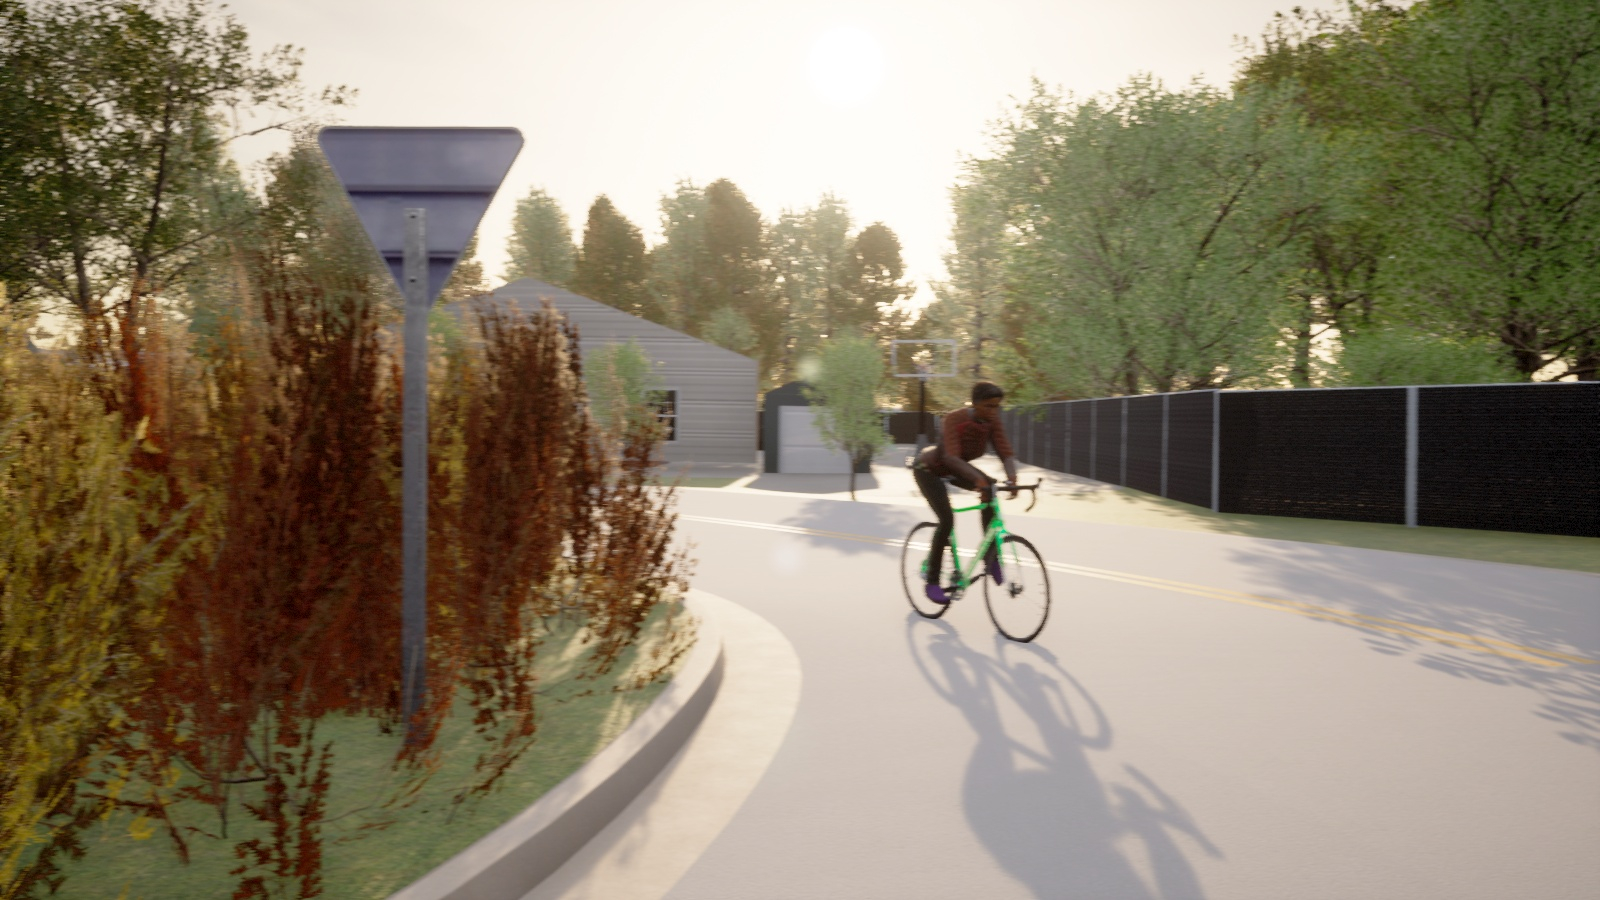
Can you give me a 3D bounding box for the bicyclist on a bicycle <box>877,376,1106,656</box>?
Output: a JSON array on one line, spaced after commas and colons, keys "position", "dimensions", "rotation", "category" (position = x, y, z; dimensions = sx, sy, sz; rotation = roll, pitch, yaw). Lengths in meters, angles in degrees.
[{"position": [1.190, 0.356, 8.135], "dimensions": [0.582, 1.620, 1.656], "rotation": [-2, 2, -28], "category": "bicyclist on a bicycle"}]
